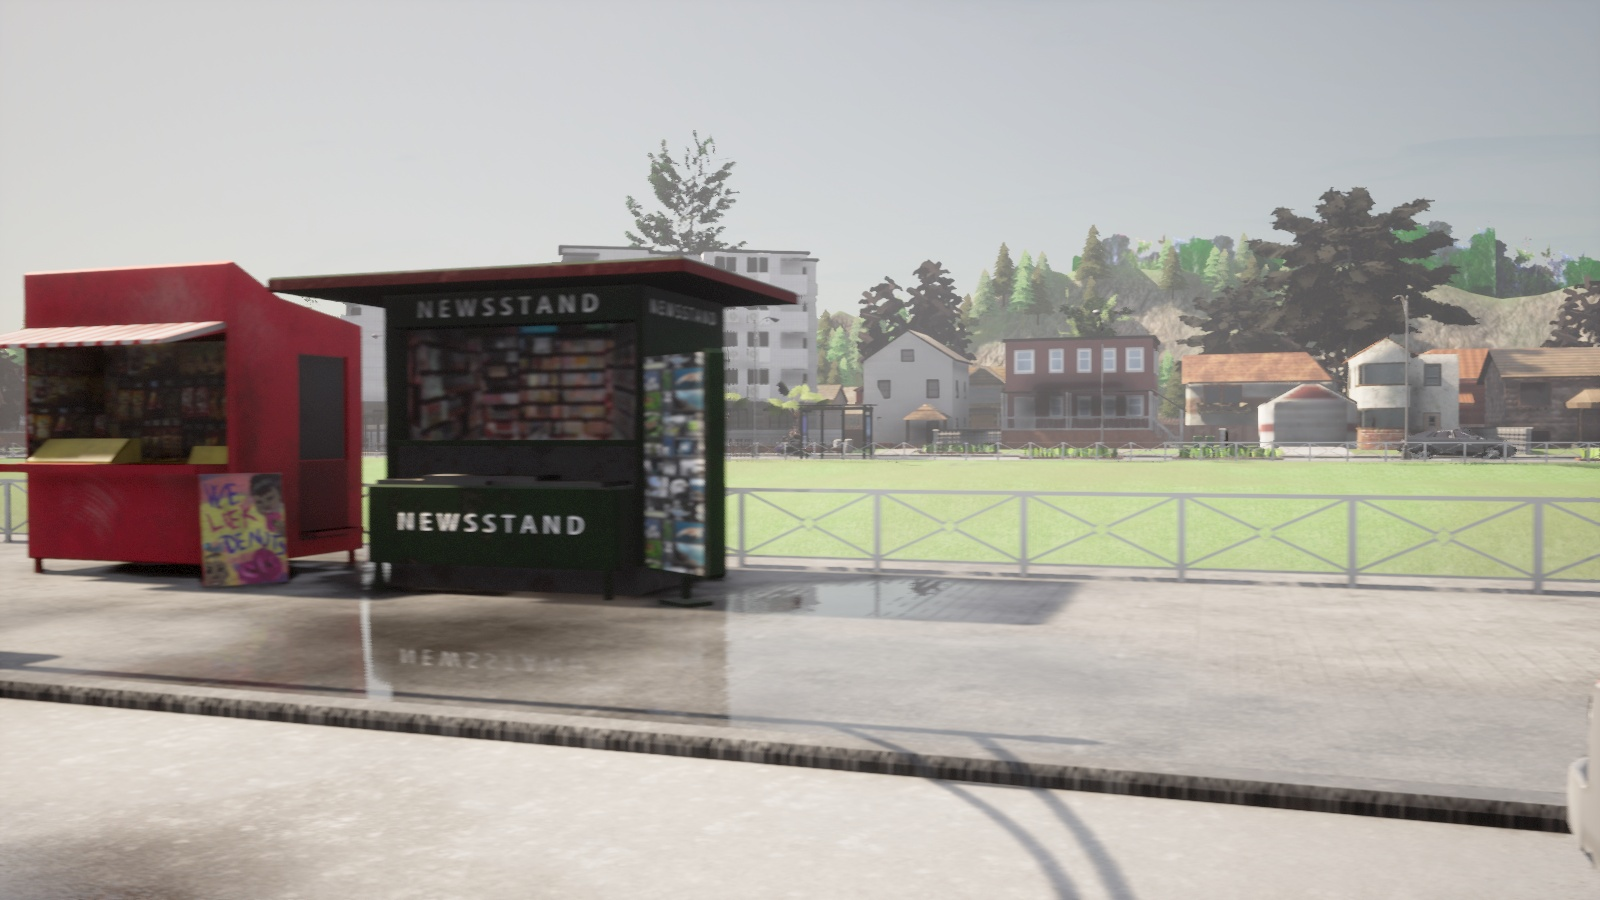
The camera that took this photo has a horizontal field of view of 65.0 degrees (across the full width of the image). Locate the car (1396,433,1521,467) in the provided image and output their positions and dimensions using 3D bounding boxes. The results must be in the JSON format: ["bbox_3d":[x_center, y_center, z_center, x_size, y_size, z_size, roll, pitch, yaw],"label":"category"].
[{"bbox_3d":[30.599,-0.039,58.515,4.902,1.511,2.128,1,1,19],"label":"car"}]

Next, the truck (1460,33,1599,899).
[{"bbox_3d":[4.336,0.320,2.254,5.204,2.467,2.627,1,1,19],"label":"truck"}]

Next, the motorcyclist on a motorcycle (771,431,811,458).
[{"bbox_3d":[-0.519,-0.313,73.213,2.191,1.530,0.866,1,1,19],"label":"motorcyclist on a motorcycle"}]
